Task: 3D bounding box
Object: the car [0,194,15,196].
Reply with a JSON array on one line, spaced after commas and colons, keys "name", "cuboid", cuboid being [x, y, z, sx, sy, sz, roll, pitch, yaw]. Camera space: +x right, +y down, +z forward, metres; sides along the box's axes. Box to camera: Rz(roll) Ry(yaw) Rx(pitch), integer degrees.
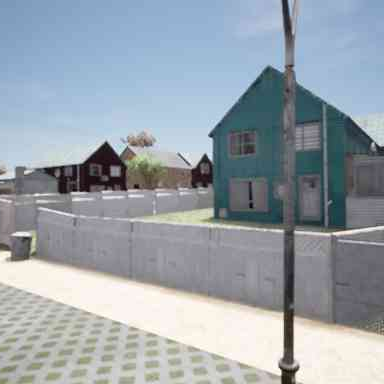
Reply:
[{"name": "car", "cuboid": [-12.855, 0.977, 21.508, 2.097, 1.767, 4.553, -1, 1, 37]}]
